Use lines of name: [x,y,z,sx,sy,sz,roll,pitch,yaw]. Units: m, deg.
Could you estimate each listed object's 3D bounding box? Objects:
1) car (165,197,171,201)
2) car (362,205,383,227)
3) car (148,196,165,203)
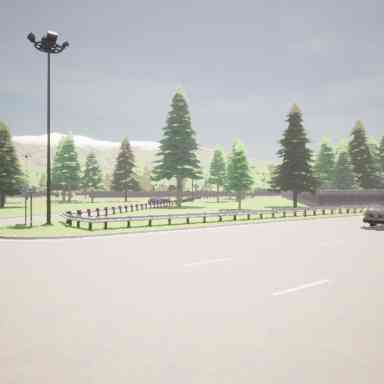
car: [-5.665,1.601,69.789,1.895,1.301,4.718,0,0,5]
car: [13.274,1.547,21.777,5.357,1.411,2.033,0,0,-35]
car: [-6.661,1.526,59.562,1.812,1.442,4.674,0,0,5]
